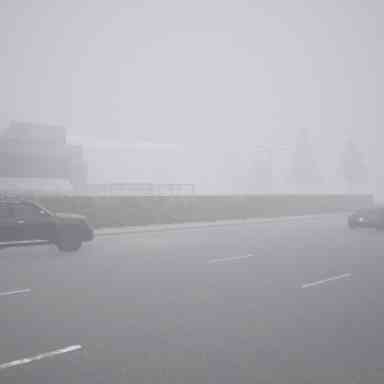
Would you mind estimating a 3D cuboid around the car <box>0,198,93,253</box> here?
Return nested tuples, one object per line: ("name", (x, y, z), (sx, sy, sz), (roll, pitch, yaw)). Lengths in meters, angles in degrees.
("car", (-6.508, 1.221, 12.000), (5.566, 2.045, 2.150), (0, 0, -35))

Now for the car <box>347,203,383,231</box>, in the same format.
("car", (11.455, 1.564, 20.498), (4.181, 1.385, 1.994), (0, 0, -35))

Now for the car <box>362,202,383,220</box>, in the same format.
("car", (16.819, 1.601, 28.769), (4.718, 1.301, 1.895), (0, 0, -38))
